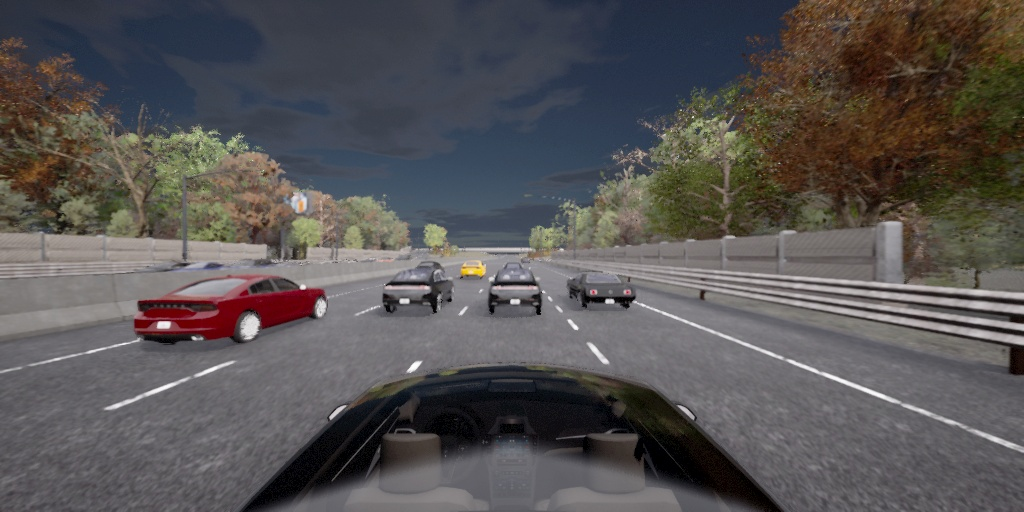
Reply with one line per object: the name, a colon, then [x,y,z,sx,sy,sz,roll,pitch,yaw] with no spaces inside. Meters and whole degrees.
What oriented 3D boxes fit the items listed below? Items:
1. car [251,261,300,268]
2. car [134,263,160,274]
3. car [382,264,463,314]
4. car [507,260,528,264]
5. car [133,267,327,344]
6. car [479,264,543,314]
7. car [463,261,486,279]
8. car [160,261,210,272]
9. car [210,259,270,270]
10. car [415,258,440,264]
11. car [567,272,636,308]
car: [-17.592,1.269,27.827,1.994,1.385,4.181,0,0,0]
car: [-28.089,1.208,29.520,1.837,1.490,4.892,0,0,0]
car: [-3.399,1.219,13.771,2.128,1.511,4.902,0,0,0]
car: [0.108,1.263,31.162,1.994,1.385,4.181,0,0,0]
car: [-6.898,1.213,9.579,1.882,1.535,5.008,0,0,0]
car: [0.102,1.220,13.690,2.128,1.511,4.902,0,0,0]
car: [-3.393,1.175,32.086,1.882,1.535,5.008,0,0,0]
car: [-24.592,1.230,28.531,1.812,1.442,4.674,0,0,0]
car: [-21.091,1.056,28.788,2.097,1.767,4.553,0,0,0]
car: [-6.896,1.205,30.486,1.837,1.490,4.892,0,0,0]
car: [3.499,1.324,15.011,1.895,1.301,4.718,0,0,0]
